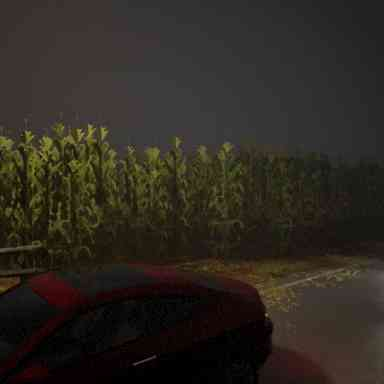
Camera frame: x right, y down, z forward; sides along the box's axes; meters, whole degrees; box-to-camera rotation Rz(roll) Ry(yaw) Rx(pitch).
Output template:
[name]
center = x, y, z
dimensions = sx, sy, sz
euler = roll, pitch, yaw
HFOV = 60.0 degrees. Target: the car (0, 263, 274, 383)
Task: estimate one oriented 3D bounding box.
[car]
center = -1.131, 1.526, 3.162
dimensions = 4.674, 1.442, 1.812
euler = 0, 0, -38
